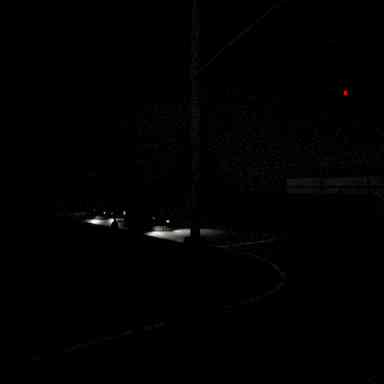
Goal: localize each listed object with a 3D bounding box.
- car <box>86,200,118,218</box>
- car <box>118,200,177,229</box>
[{"bbox_3d":[-8.386,1.505,30.084,1.837,1.490,4.892,0,0,-26],"label":"car"},{"bbox_3d":[-2.860,1.505,21.838,1.837,1.490,4.892,0,0,-36],"label":"car"}]
